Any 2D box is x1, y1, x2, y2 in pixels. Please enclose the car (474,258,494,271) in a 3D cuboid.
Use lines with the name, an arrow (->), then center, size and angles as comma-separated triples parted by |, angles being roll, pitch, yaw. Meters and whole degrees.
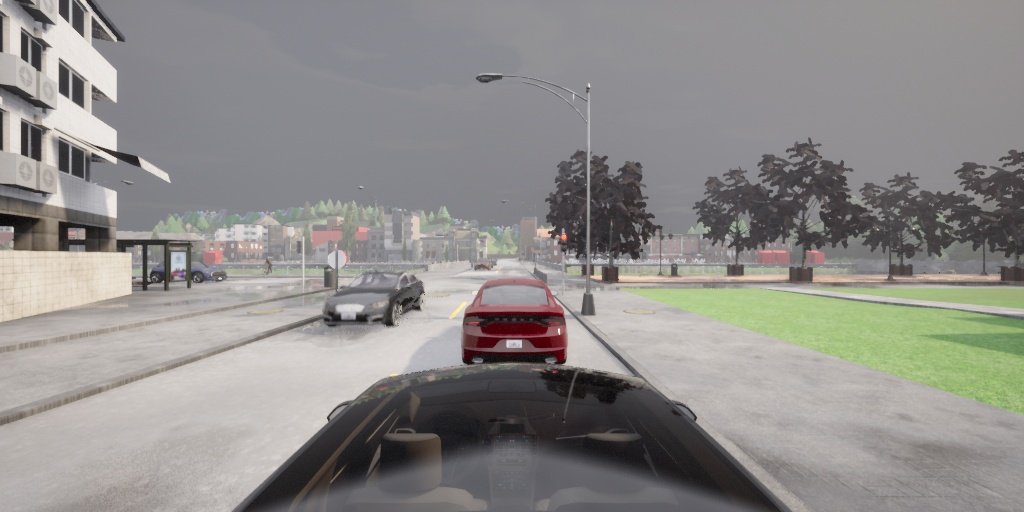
car -> -4.074, 1.102, 50.297 | 2.097, 1.767, 4.553 | 0, 0, 0

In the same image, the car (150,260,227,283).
car -> -24.132, 1.102, 26.900 | 4.553, 1.767, 2.097 | 0, 0, 0

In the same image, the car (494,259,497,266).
car -> -4.055, 1.240, 59.540 | 2.128, 1.511, 4.902 | 0, 0, 0

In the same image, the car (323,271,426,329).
car -> -4.094, 1.241, 11.430 | 2.128, 1.511, 4.902 | 0, 0, 0

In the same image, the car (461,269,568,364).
car -> 0.055, 1.228, 8.097 | 1.882, 1.535, 5.008 | 0, 0, 0

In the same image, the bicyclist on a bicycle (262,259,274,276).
bicyclist on a bicycle -> -24.011, 1.099, 35.296 | 0.582, 1.620, 1.656 | 0, 0, 0
